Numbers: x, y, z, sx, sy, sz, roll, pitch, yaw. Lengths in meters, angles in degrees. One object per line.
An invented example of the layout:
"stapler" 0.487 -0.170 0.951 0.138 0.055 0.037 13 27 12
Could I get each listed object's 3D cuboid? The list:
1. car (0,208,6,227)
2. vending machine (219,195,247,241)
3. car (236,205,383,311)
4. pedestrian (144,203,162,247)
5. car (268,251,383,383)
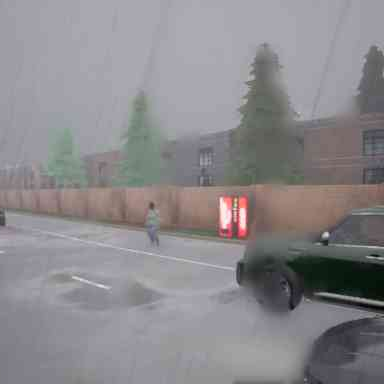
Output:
"car" -13.840 1.503 21.973 1.837 1.490 4.892 0 0 -45
"vending machine" 1.982 1.195 16.014 0.880 2.100 1.100 0 0 42
"car" 3.530 1.221 5.841 5.566 2.045 2.150 0 0 38
"pedestrian" -1.554 1.293 13.319 0.375 1.860 0.375 0 0 42
"car" 3.132 1.505 1.886 4.892 1.490 1.837 0 0 35
